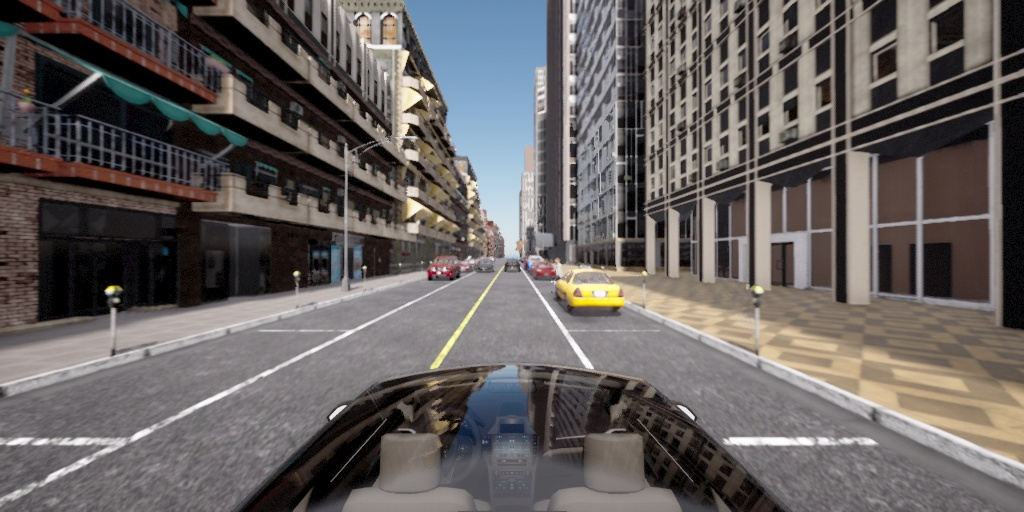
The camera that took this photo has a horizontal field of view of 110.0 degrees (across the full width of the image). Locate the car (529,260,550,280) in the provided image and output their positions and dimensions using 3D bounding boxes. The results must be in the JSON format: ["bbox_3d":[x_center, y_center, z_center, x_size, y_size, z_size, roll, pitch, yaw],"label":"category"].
[{"bbox_3d":[2.553,1.189,28.647,1.802,1.307,4.207,0,0,0],"label":"car"}]

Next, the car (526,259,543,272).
[{"bbox_3d":[2.550,1.164,34.184,1.802,1.307,4.207,0,0,0],"label":"car"}]

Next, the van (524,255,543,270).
[{"bbox_3d":[2.548,0.898,39.717,1.690,1.789,3.998,0,0,0],"label":"van"}]

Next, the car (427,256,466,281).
[{"bbox_3d":[-5.328,0.922,28.632,2.192,1.841,5.009,0,0,0],"label":"car"}]

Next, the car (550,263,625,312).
[{"bbox_3d":[2.744,1.139,13.747,1.801,1.575,5.366,0,0,0],"label":"car"}]

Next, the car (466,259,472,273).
[{"bbox_3d":[-5.333,1.139,39.703,1.802,1.307,4.207,0,0,0],"label":"car"}]

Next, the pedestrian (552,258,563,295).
[{"bbox_3d":[2.167,0.961,16.748,0.375,1.860,0.375,1,0,0],"label":"pedestrian"}]

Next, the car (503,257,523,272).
[{"bbox_3d":[0.064,1.047,42.321,1.837,1.490,4.892,0,-1,0],"label":"car"}]

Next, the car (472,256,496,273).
[{"bbox_3d":[-2.855,1.066,38.784,1.837,1.490,4.892,0,0,0],"label":"car"}]
